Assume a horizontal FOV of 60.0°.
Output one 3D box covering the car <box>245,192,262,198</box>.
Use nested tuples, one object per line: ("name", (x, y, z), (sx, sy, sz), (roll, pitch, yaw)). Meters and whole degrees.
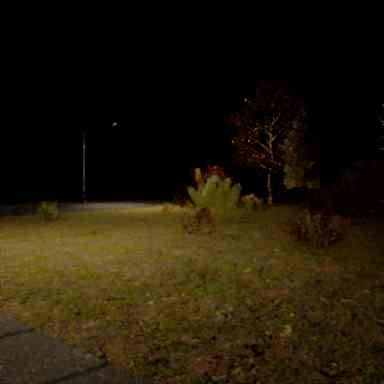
("car", (12.594, 0.764, 67.963), (2.128, 1.511, 4.902), (2, 2, 38))
